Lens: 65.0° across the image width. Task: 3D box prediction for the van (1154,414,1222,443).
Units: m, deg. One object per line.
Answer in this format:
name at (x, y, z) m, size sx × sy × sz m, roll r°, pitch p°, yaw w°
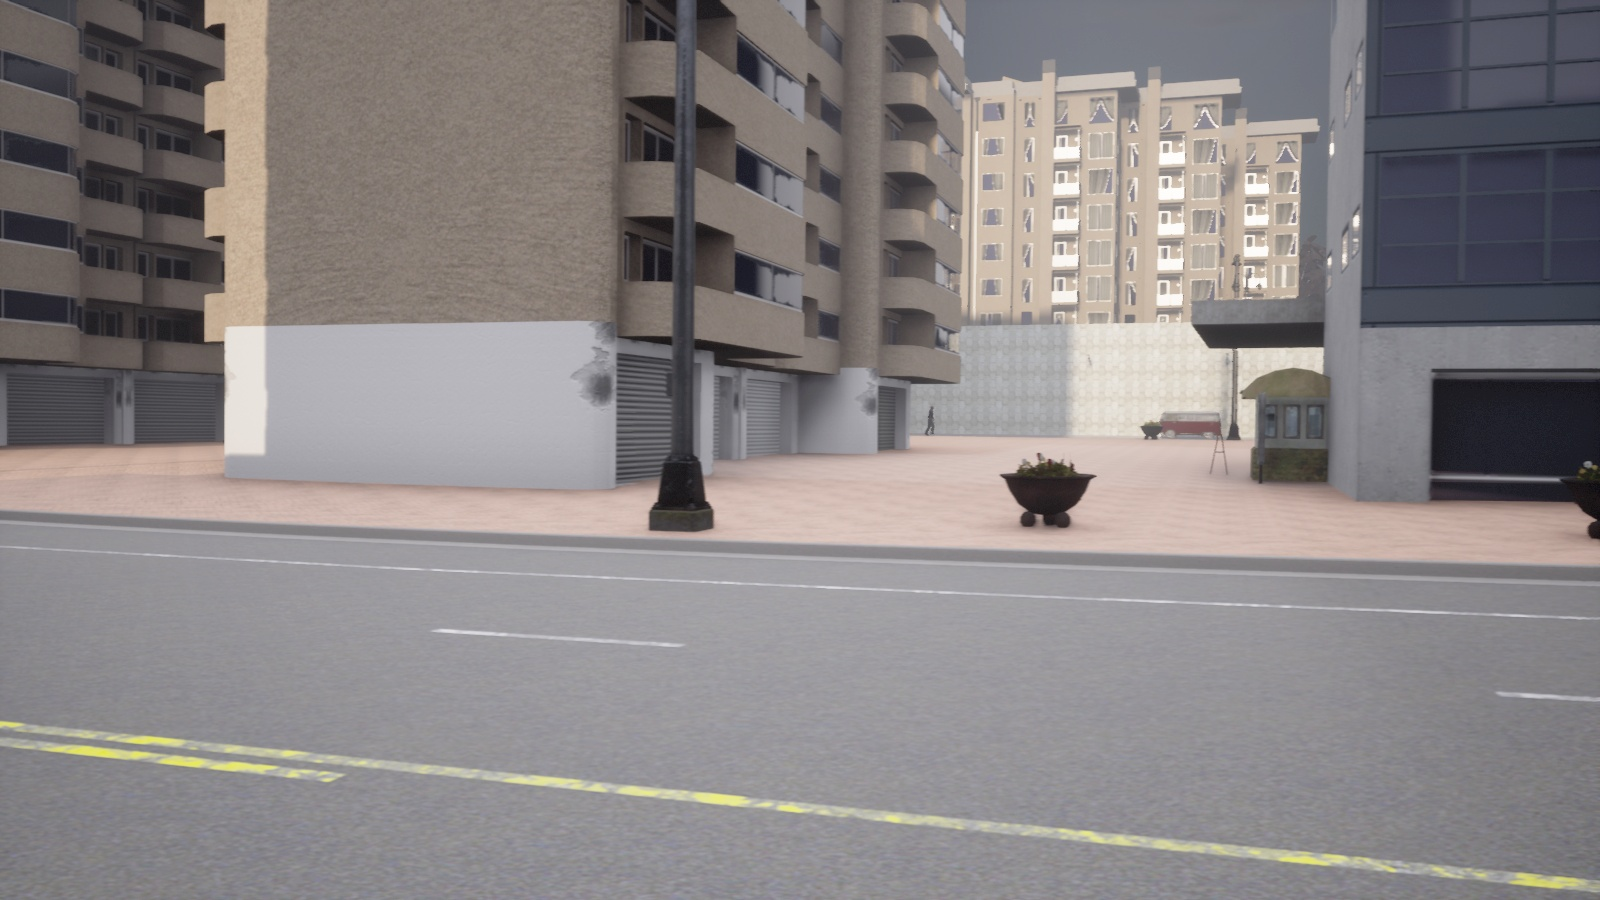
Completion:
van at (27.374, -1.534, 88.558) m, size 4.442 × 1.987 × 1.775 m, roll 2°, pitch 1°, yaw 20°
